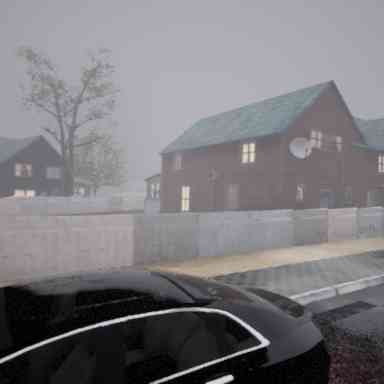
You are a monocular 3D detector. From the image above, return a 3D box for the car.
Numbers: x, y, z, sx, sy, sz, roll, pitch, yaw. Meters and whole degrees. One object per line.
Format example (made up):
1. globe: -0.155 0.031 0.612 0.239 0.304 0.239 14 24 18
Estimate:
1. car: -1.057 1.472 2.473 4.892 1.490 1.837 1 0 -31
